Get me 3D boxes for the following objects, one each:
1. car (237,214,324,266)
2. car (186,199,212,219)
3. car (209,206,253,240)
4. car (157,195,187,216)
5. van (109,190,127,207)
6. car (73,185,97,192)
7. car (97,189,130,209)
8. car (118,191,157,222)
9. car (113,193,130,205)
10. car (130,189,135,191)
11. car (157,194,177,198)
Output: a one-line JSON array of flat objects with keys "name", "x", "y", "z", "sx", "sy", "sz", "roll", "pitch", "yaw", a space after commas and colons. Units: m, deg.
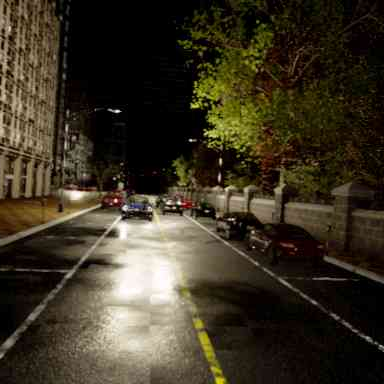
[{"name": "car", "x": 3.218, "y": 1.766, "z": 12.154, "sx": 1.802, "sy": 1.307, "sz": 4.206, "roll": 4, "pitch": 0, "yaw": -8}, {"name": "car", "x": 0.918, "y": 1.571, "z": 28.643, "sx": 1.947, "sy": 1.339, "sz": 4.313, "roll": 4, "pitch": 0, "yaw": -8}, {"name": "car", "x": 2.452, "y": 1.691, "z": 17.651, "sx": 1.947, "sy": 1.339, "sz": 4.313, "roll": 4, "pitch": 0, "yaw": -8}, {"name": "car", "x": -1.835, "y": 1.371, "z": 30.498, "sx": 2.033, "sy": 1.411, "sz": 5.357, "roll": 4, "pitch": 0, "yaw": -8}, {"name": "van", "x": -8.545, "y": 0.714, "z": 38.613, "sx": 1.690, "sy": 1.788, "sz": 3.998, "roll": 4, "pitch": 0, "yaw": -8}, {"name": "car", "x": -27.482, "y": -0.570, "z": 85.484, "sx": 4.206, "sy": 1.307, "sz": 1.802, "roll": 4, "pitch": -1, "yaw": -7}, {"name": "car", "x": -7.778, "y": 0.749, "z": 33.126, "sx": 2.192, "sy": 1.841, "sz": 5.009, "roll": 4, "pitch": 0, "yaw": -8}, {"name": "car", "x": -3.795, "y": 1.062, "z": 23.512, "sx": 2.097, "sy": 1.767, "sz": 4.553, "roll": 4, "pitch": 0, "yaw": -8}, {"name": "car", "x": -9.326, "y": 0.893, "z": 44.101, "sx": 1.802, "sy": 1.307, "sz": 4.206, "roll": 4, "pitch": 0, "yaw": -8}, {"name": "car", "x": -12.228, "y": 0.389, "z": 66.070, "sx": 2.192, "sy": 1.841, "sz": 5.009, "roll": 4, "pitch": 0, "yaw": -8}, {"name": "car", "x": -3.489, "y": 1.044, "z": 41.944, "sx": 2.097, "sy": 1.767, "sz": 4.553, "roll": 4, "pitch": 0, "yaw": -8}]
